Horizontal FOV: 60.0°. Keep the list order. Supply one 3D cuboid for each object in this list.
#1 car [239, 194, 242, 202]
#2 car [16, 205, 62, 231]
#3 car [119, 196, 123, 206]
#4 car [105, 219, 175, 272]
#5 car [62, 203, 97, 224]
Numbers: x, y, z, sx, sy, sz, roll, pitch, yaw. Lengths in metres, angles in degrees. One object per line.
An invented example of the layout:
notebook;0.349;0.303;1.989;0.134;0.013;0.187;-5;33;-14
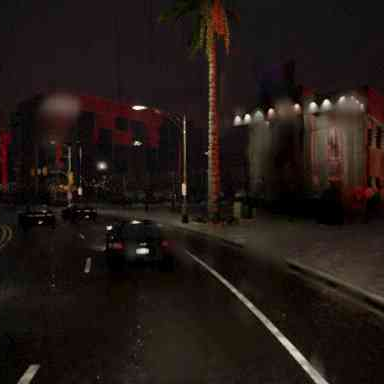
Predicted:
car;8.067;1.512;52.854;4.674;1.452;2.002;0;0;41
car;-10.094;1.579;21.463;2.128;1.511;4.902;0;0;-31
car;-12.046;1.428;55.415;4.553;1.767;2.185;0;0;41
car;-1.847;1.597;11.053;1.994;1.385;4.181;0;0;-14
car;-8.839;1.585;25.893;2.128;1.511;4.902;0;0;-33
